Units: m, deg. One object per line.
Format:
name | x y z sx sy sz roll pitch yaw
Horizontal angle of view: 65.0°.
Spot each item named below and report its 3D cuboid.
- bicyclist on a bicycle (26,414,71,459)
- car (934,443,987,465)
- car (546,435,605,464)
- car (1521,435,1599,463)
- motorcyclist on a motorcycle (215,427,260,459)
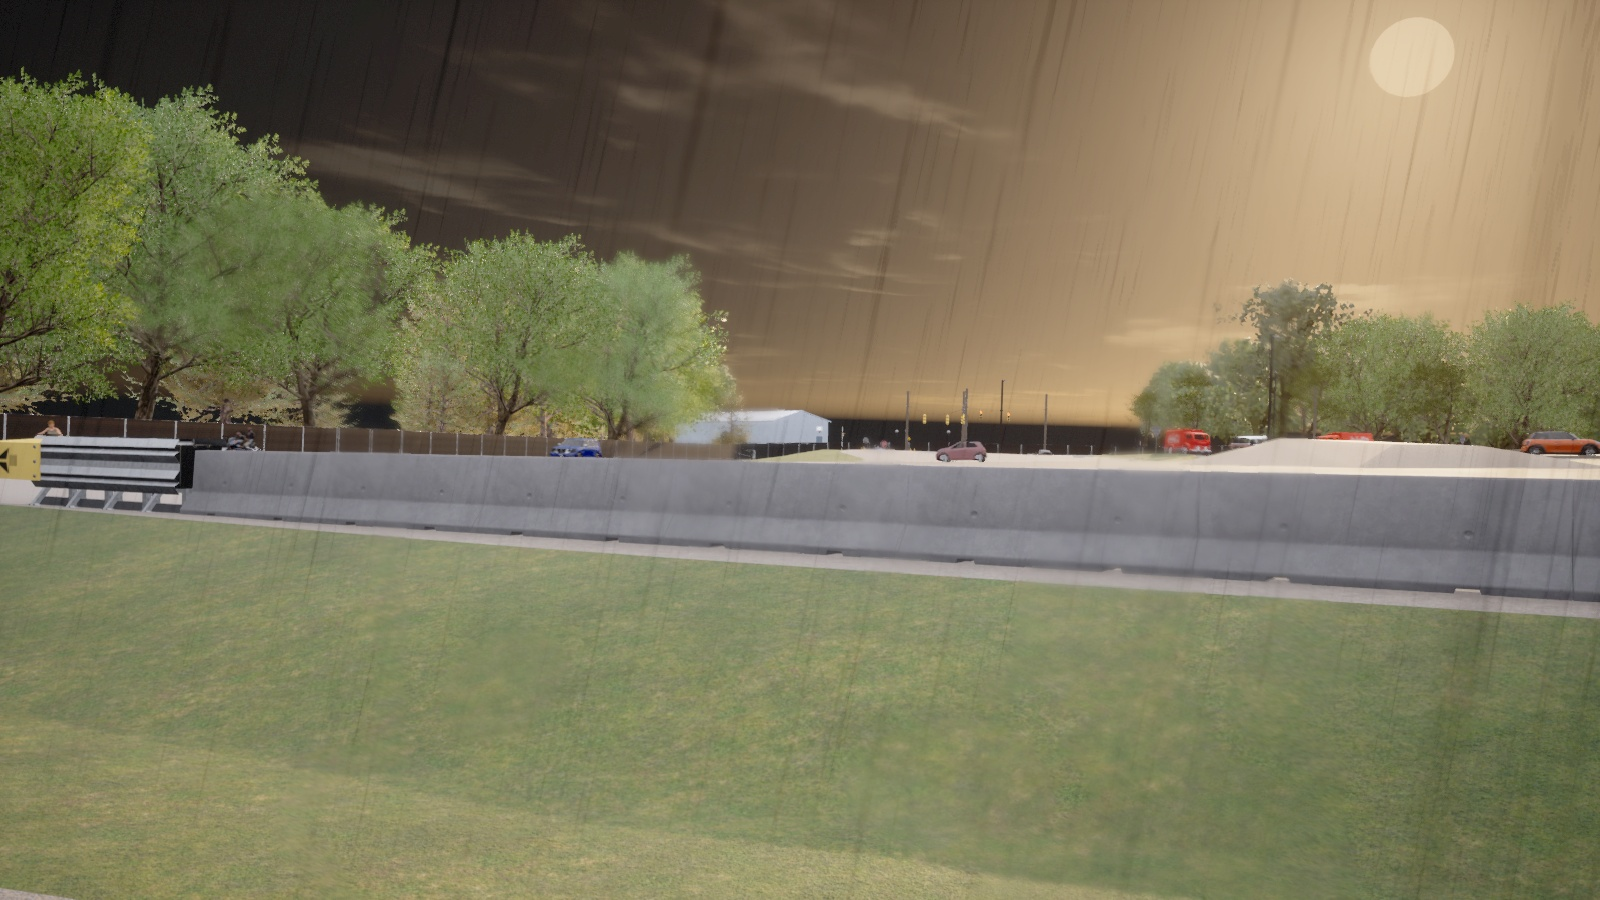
bicyclist on a bicycle | -27.695 -0.501 46.301 0.866 1.612 1.509 2 0 -10
car | 11.503 0.269 89.719 3.633 1.501 1.845 0 -2 12
car | -17.238 -0.047 96.749 2.150 2.045 5.566 3 0 15
car | 49.764 -0.042 81.806 4.553 1.767 2.097 0 1 21
motorcyclist on a motorcycle | -27.894 -0.329 62.339 0.866 1.530 2.191 3 0 10
